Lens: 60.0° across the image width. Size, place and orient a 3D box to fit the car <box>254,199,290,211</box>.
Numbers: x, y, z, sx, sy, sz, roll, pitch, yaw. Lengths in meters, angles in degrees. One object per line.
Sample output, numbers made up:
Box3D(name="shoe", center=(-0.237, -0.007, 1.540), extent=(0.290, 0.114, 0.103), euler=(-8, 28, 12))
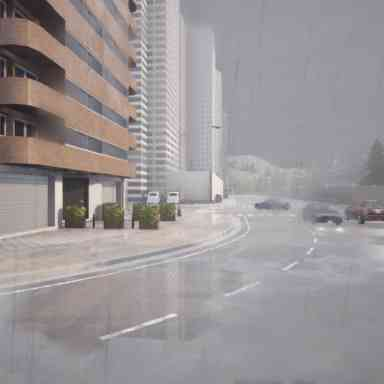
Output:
Box3D(name="car", center=(9.808, 1.570, 40.880), extent=(1.812, 1.442, 4.674), euler=(0, 0, -39))

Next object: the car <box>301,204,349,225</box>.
Box3D(name="car", center=(9.358, 1.574, 24.373), extent=(2.033, 1.411, 5.357), euler=(0, 0, 7))

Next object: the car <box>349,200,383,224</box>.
Box3D(name="car", center=(12.876, 1.358, 24.537), extent=(2.097, 1.767, 4.553), euler=(0, 0, 9))
